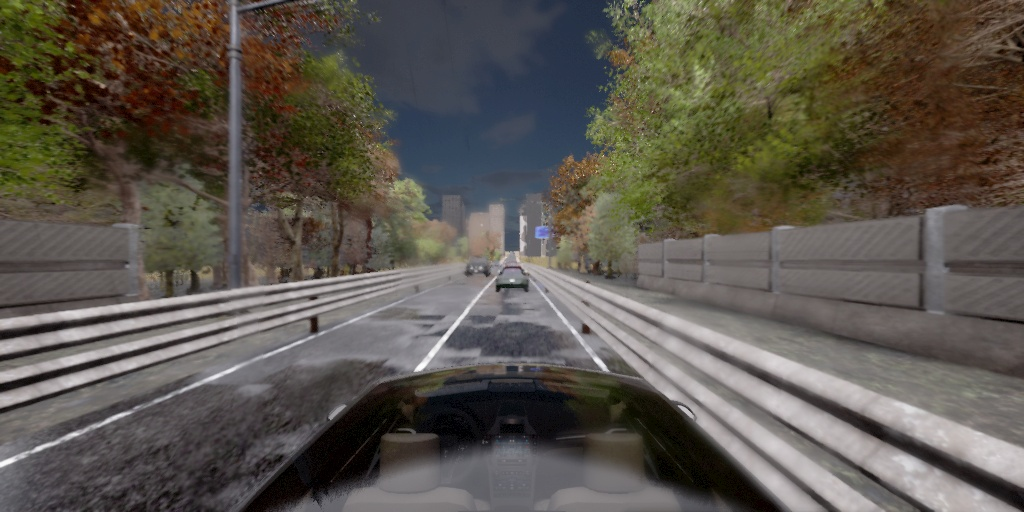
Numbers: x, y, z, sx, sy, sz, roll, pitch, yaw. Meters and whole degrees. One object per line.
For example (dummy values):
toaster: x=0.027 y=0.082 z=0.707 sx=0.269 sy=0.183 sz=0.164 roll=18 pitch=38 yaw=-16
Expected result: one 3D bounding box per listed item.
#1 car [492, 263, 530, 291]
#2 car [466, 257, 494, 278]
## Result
car: x=0.036 y=1.319 z=21.746 sx=1.994 sy=1.385 sz=4.181 roll=0 pitch=0 yaw=1
car: x=-3.325 y=1.080 z=36.497 sx=2.150 sy=2.045 sz=5.566 roll=0 pitch=0 yaw=0
